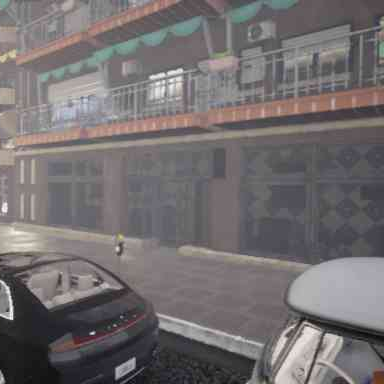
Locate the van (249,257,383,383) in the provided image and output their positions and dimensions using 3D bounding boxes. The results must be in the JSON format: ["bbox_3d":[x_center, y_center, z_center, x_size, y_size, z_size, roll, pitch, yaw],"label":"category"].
[{"bbox_3d":[2.117,1.350,1.349,3.998,1.788,1.690,1,1,35],"label":"van"}]

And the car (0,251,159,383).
[{"bbox_3d":[-2.445,1.514,4.603,4.403,1.369,2.008,1,1,35],"label":"car"}]
